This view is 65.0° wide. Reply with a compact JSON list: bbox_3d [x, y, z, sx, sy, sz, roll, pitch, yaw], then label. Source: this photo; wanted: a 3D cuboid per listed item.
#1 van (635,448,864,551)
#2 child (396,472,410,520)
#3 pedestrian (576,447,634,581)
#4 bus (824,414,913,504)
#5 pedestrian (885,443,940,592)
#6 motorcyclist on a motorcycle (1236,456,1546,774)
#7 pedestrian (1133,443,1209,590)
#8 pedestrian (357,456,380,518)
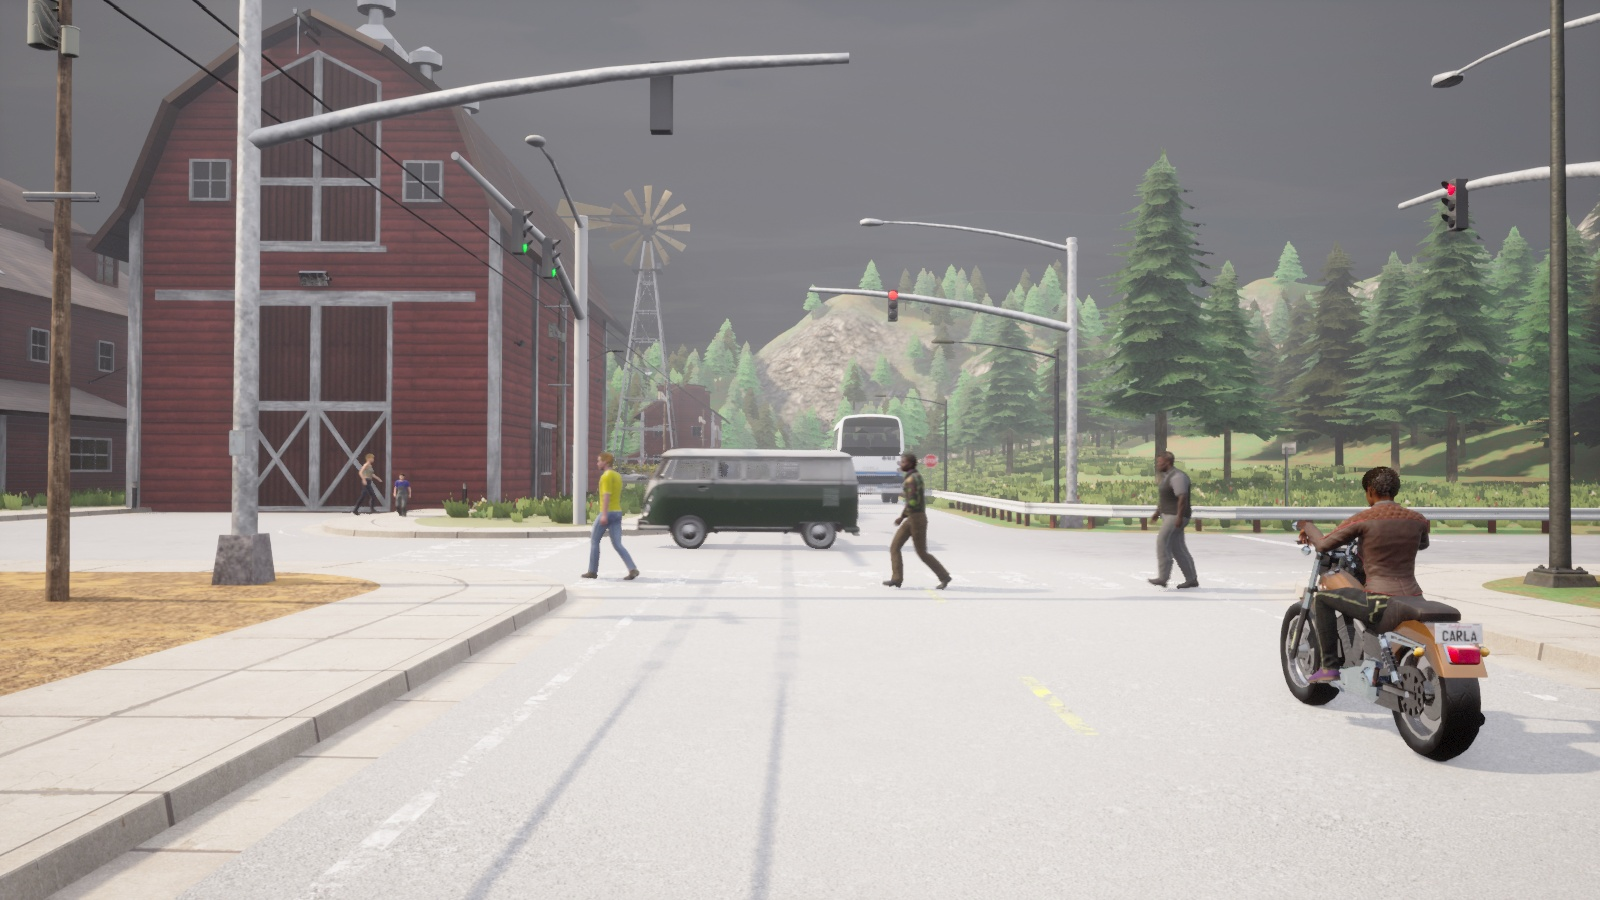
[{"bbox_3d":[-1.000,0.979,25.338,4.442,1.987,1.775,0,-1,-1],"label":"van"},{"bbox_3d":[-10.516,1.208,33.269,0.270,1.263,0.437,0,-1,-7],"label":"child"},{"bbox_3d":[-2.721,0.885,17.536,0.706,1.836,0.354,-1,-1,21],"label":"pedestrian"},{"bbox_3d":[3.322,0.501,64.238,3.944,4.253,10.273,0,-1,0],"label":"bus"},{"bbox_3d":[1.473,0.879,16.470,0.692,1.930,0.395,0,-1,2],"label":"pedestrian"},{"bbox_3d":[3.478,0.880,7.705,0.766,1.649,2.350,0,-1,0],"label":"motorcyclist on a motorcycle"},{"bbox_3d":[4.854,0.865,16.460,0.849,1.883,0.563,0,-1,6],"label":"pedestrian"},{"bbox_3d":[-12.743,1.096,37.125,0.594,1.836,0.345,0,-1,-10],"label":"pedestrian"}]
